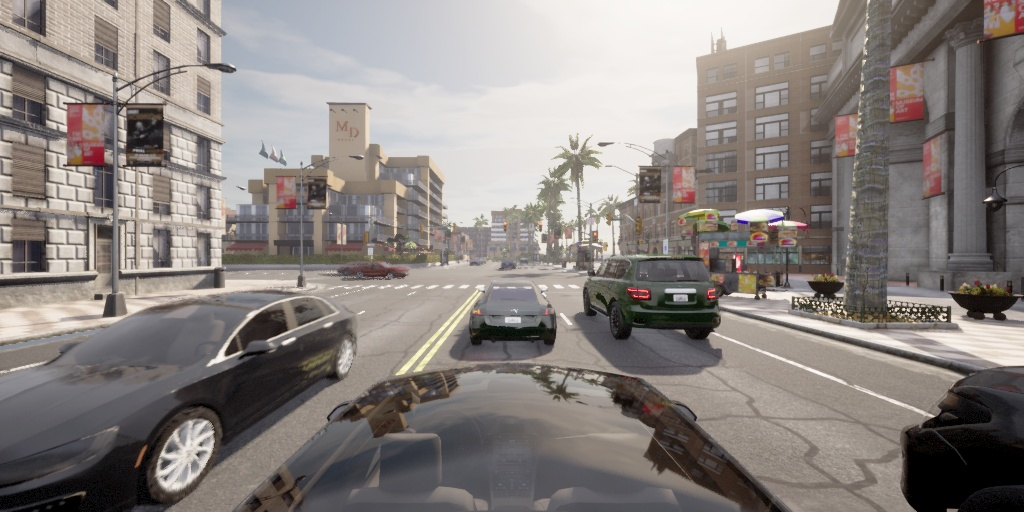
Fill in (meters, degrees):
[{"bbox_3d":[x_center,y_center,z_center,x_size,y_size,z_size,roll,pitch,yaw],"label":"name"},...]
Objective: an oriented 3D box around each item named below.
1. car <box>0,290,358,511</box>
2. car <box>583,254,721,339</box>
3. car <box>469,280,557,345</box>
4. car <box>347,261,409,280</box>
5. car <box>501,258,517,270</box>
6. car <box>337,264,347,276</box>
[{"bbox_3d":[-3.606,1.255,4.446,1.837,1.490,4.892,0,0,0],"label":"car"},{"bbox_3d":[3.526,0.971,10.176,2.150,2.045,5.566,0,0,0],"label":"car"},{"bbox_3d":[0.025,1.314,9.539,1.994,1.385,4.181,0,0,0],"label":"car"},{"bbox_3d":[-11.423,1.228,31.335,5.008,1.535,1.882,0,-1,16],"label":"car"},{"bbox_3d":[-0.478,1.102,53.925,2.097,1.767,4.553,0,0,5],"label":"car"},{"bbox_3d":[-15.228,1.275,36.421,4.674,1.442,1.812,0,0,-7],"label":"car"}]
